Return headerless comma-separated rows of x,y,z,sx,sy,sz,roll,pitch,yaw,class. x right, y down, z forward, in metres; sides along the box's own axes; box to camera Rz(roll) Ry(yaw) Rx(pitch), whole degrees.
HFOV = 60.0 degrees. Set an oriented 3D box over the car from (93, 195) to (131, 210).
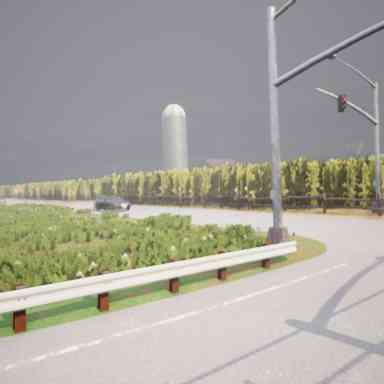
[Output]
-7.491,1.065,30.929,2.128,1.511,4.902,-4,2,-40,car
